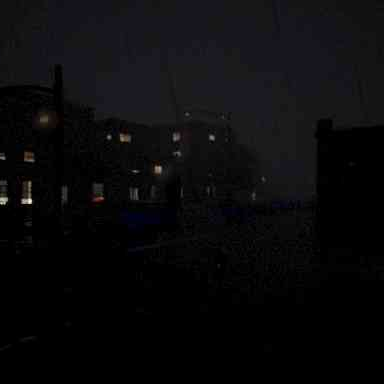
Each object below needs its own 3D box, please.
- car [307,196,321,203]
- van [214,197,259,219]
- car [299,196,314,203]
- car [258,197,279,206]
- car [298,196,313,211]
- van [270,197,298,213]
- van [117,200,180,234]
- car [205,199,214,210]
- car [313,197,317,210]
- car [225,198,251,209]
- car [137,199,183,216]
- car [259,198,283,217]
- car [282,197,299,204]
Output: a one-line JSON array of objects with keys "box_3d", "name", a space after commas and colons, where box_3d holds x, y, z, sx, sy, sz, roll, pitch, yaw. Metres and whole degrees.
[{"box_3d": [28.739, 1.738, 78.411, 1.947, 1.339, 4.313, 0, 0, 35], "name": "car"}, {"box_3d": [3.854, 1.402, 28.392, 1.690, 1.788, 3.998, 0, 0, 35], "name": "van"}, {"box_3d": [25.469, 1.674, 73.752, 1.752, 1.417, 4.829, 0, 0, 35], "name": "car"}, {"box_3d": [12.873, 1.610, 55.817, 1.887, 1.381, 4.507, 0, 0, 35], "name": "car"}, {"box_3d": [13.471, 1.638, 42.088, 1.752, 1.417, 4.829, 0, 0, 35], "name": "car"}, {"box_3d": [10.201, 1.435, 37.430, 1.690, 1.788, 3.998, 0, 0, 35], "name": "van"}, {"box_3d": [-2.493, 1.372, 19.355, 1.690, 1.788, 3.998, 1, 0, 35], "name": "van"}, {"box_3d": [3.354, 1.451, 42.262, 1.967, 1.590, 4.097, 0, 0, 35], "name": "car"}, {"box_3d": [16.546, 1.696, 46.467, 1.947, 1.339, 4.313, 0, 0, 35], "name": "car"}, {"box_3d": [6.526, 1.573, 46.780, 1.887, 1.381, 4.507, 0, 0, 35], "name": "car"}, {"box_3d": [-3.092, 1.503, 33.084, 1.752, 1.417, 4.829, 1, 0, 35], "name": "car"}, {"box_3d": [7.026, 1.622, 32.911, 1.887, 1.381, 4.507, 0, 0, 35], "name": "car"}, {"box_3d": [19.220, 1.650, 64.854, 1.887, 1.381, 4.507, 0, 0, 35], "name": "car"}]
